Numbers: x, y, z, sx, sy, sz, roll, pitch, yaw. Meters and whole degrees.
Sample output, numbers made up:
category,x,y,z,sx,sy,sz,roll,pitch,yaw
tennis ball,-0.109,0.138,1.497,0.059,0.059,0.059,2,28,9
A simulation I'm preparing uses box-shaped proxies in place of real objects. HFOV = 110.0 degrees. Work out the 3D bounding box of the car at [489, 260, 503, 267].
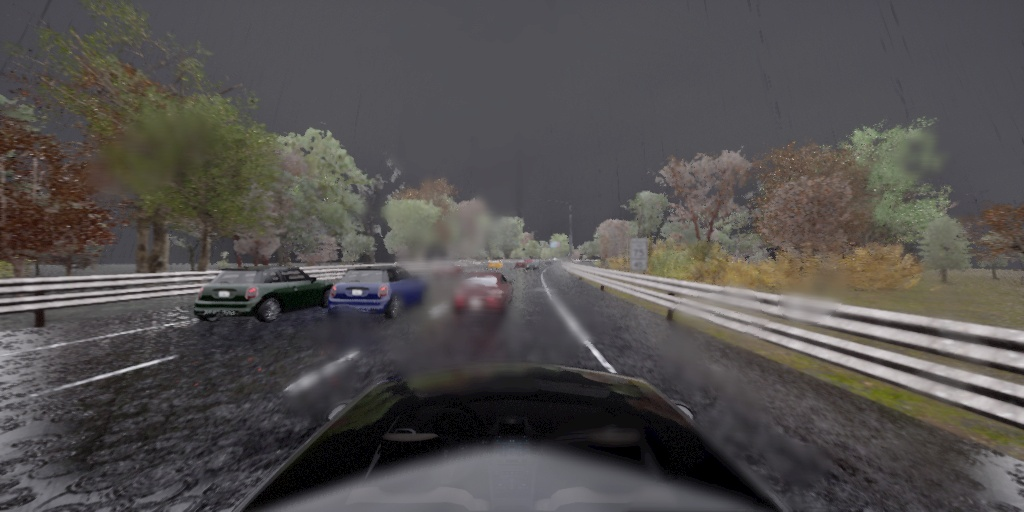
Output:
category,x,y,z,sx,sy,sz,roll,pitch,yaw
car,-2.802,1.502,63.159,1.882,1.535,5.008,0,0,8

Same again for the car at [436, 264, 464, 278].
category,x,y,z,sx,sy,sz,roll,pitch,yaw
car,-6.120,1.481,35.466,1.895,1.301,4.718,0,0,6

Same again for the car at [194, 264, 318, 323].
category,x,y,z,sx,sy,sz,roll,pitch,yaw
car,-8.088,1.124,12.384,2.097,1.767,4.553,0,0,4

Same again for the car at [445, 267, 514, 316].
category,x,y,z,sx,sy,sz,roll,pitch,yaw
car,-0.970,1.324,13.639,1.812,1.442,4.674,0,0,4

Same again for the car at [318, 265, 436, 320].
category,x,y,z,sx,sy,sz,roll,pitch,yaw
car,-4.537,1.137,12.982,2.097,1.767,4.553,0,0,4

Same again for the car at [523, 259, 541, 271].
category,x,y,z,sx,sy,sz,roll,pitch,yaw
car,3.297,1.605,56.100,1.895,1.301,4.718,0,0,7
